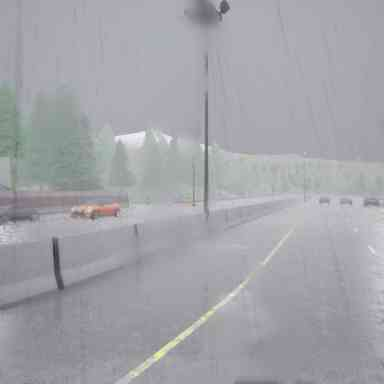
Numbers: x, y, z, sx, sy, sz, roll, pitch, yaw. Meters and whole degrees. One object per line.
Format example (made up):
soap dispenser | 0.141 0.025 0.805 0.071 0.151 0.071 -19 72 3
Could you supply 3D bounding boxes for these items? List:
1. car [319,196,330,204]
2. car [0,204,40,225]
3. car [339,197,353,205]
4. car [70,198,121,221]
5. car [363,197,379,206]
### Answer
car | 25.403 1.491 63.675 2.128 1.511 4.902 0 0 22
car | -13.162 1.564 24.048 1.994 1.385 4.181 0 0 22
car | 27.250 1.526 58.868 1.812 1.442 4.674 0 0 22
car | -7.939 1.351 27.698 2.097 1.767 4.553 0 0 22
car | 29.161 1.491 54.201 2.128 1.511 4.902 0 0 22
